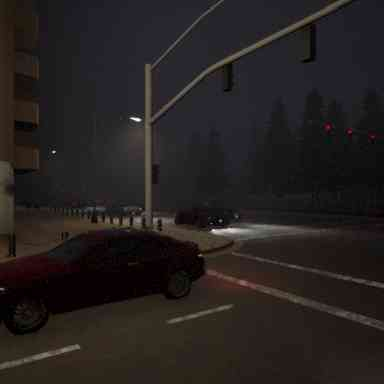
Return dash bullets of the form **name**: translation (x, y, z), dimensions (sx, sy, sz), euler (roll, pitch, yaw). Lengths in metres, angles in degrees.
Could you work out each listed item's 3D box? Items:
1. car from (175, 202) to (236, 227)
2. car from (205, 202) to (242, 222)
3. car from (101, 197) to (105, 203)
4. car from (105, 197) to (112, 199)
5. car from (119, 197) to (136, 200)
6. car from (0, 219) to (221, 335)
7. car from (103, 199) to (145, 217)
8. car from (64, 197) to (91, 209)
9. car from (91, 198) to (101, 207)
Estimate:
- **car**: translation (0.604, 1.619, 22.197), dimensions (1.994, 1.385, 4.181), euler (0, 0, -36)
- **car**: translation (1.857, 1.548, 26.445), dimensions (2.128, 1.511, 4.902), euler (0, 0, -36)
- **car**: translation (-18.003, 1.656, 60.366), dimensions (1.895, 1.301, 4.718), euler (0, 0, -36)
- **car**: translation (-16.676, 1.656, 64.486), dimensions (1.895, 1.301, 4.718), euler (0, 0, -36)
- **car**: translation (-7.055, 1.603, 38.830), dimensions (2.033, 1.411, 5.357), euler (0, 0, -35)
- **car**: translation (-1.837, 1.526, 6.843), dimensions (4.674, 1.442, 1.812), euler (0, 0, -36)
- **car**: translation (-6.629, 1.656, 32.248), dimensions (1.895, 1.301, 4.718), euler (0, 0, -36)
- **car**: translation (-15.843, 1.533, 45.095), dimensions (1.882, 1.535, 5.008), euler (0, 0, -35)
- **car**: translation (-16.517, 1.548, 52.092), dimensions (2.128, 1.511, 4.902), euler (0, 0, -35)
